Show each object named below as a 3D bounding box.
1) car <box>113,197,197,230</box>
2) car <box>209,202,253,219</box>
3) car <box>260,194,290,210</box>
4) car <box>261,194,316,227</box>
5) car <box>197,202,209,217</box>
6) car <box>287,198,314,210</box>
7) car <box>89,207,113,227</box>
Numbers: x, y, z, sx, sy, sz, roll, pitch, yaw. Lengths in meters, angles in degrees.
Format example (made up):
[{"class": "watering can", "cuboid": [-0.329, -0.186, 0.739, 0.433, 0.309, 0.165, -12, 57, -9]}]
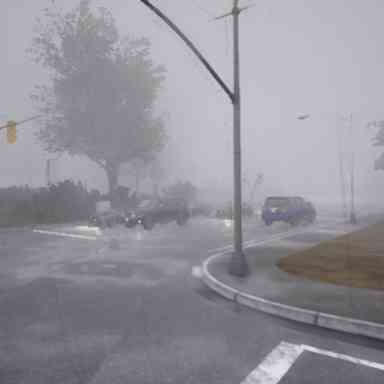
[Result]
[{"class": "car", "cuboid": [-2.432, 1.409, 23.356, 2.150, 2.045, 5.566, -1, -1, 39]}, {"class": "car", "cuboid": [4.011, 1.672, 31.458, 1.837, 1.490, 4.892, -1, 0, 38]}, {"class": "car", "cuboid": [11.944, 1.348, 47.524, 2.150, 2.045, 5.566, -1, 0, 37]}, {"class": "car", "cuboid": [6.963, 1.317, 23.730, 2.150, 2.045, 5.566, -1, 0, 39]}, {"class": "car", "cuboid": [-0.002, 1.706, 32.020, 2.128, 1.511, 4.902, -1, 0, 38]}, {"class": "car", "cuboid": [15.029, 1.571, 45.814, 2.128, 1.511, 4.902, -1, 0, 36]}, {"class": "car", "cuboid": [-5.593, 1.794, 25.003, 1.994, 1.385, 4.181, -1, 0, 39]}]
